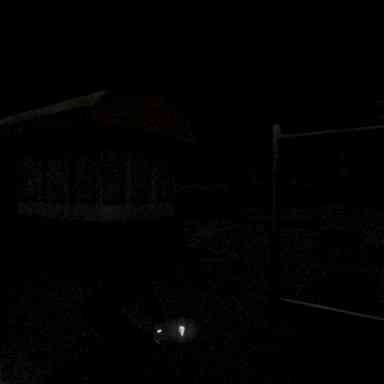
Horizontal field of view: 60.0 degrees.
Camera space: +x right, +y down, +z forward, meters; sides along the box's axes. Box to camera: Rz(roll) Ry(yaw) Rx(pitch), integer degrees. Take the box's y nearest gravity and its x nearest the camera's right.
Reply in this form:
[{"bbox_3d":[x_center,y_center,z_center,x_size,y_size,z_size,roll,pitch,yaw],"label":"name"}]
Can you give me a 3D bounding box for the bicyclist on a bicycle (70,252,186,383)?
[{"bbox_3d":[-0.583,1.337,2.966,1.656,1.620,0.582,3,2,36],"label":"bicyclist on a bicycle"}]
